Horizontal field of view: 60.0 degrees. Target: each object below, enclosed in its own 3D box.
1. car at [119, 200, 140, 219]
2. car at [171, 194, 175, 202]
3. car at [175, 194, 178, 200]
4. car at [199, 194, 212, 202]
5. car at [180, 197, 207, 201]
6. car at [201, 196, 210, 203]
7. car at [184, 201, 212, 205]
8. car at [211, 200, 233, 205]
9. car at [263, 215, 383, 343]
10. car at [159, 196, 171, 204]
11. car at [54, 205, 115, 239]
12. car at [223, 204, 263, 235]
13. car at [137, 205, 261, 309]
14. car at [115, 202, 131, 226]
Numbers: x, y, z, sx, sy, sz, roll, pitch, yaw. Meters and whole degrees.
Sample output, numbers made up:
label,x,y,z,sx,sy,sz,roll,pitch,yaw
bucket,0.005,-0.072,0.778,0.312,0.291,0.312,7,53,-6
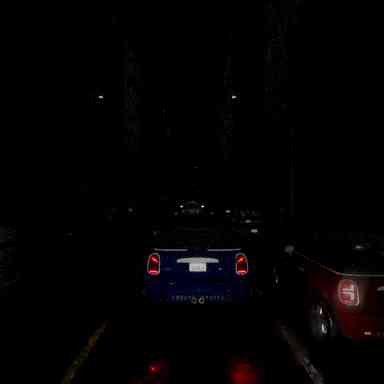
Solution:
label,x,y,z,sx,sy,sz,roll,pitch,yaw
car,-5.661,1.443,28.454,1.967,1.590,4.097,0,0,0
car,-5.588,1.616,76.374,2.008,1.369,4.403,0,0,0
car,-5.554,1.637,92.430,1.752,1.417,4.829,0,0,0
car,2.912,1.484,65.541,1.967,1.590,4.097,0,0,0
car,0.010,1.459,27.317,1.801,1.575,5.366,0,0,0
car,2.924,1.579,71.120,1.752,1.417,4.829,0,0,0
car,0.102,1.479,17.295,1.882,1.535,5.008,0,0,0
car,2.865,1.569,28.451,1.947,1.339,4.313,0,0,0
car,2.856,1.440,6.445,1.967,1.590,4.097,0,0,0
car,-5.613,1.625,65.557,1.802,1.307,4.206,0,0,0
car,-5.665,1.567,17.451,1.947,1.339,4.313,0,0,0
car,2.860,1.552,17.448,2.008,1.369,4.403,0,0,0
car,0.103,1.352,8.015,2.097,1.767,4.553,0,0,0
car,-5.663,1.584,22.953,1.802,1.307,4.206,0,0,0
